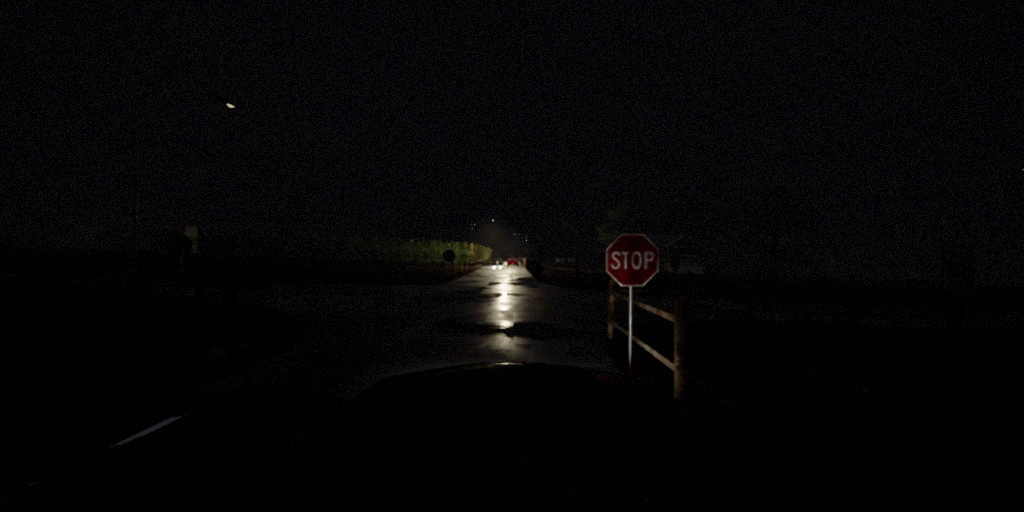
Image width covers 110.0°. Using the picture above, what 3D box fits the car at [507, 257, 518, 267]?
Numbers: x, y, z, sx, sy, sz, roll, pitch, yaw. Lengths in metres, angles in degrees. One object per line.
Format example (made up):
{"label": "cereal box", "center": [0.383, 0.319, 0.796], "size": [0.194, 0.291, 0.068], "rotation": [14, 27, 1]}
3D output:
{"label": "car", "center": [0.110, 1.030, 61.917], "size": [1.882, 1.535, 5.008], "rotation": [0, 0, 0]}
